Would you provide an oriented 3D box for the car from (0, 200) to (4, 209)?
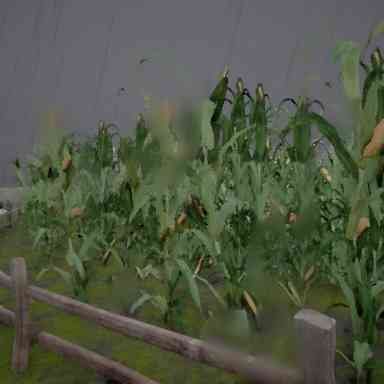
[{"bbox_3d":[-21.022,1.228,32.200,1.882,1.535,5.008,-1,1,31],"label":"car"}]
